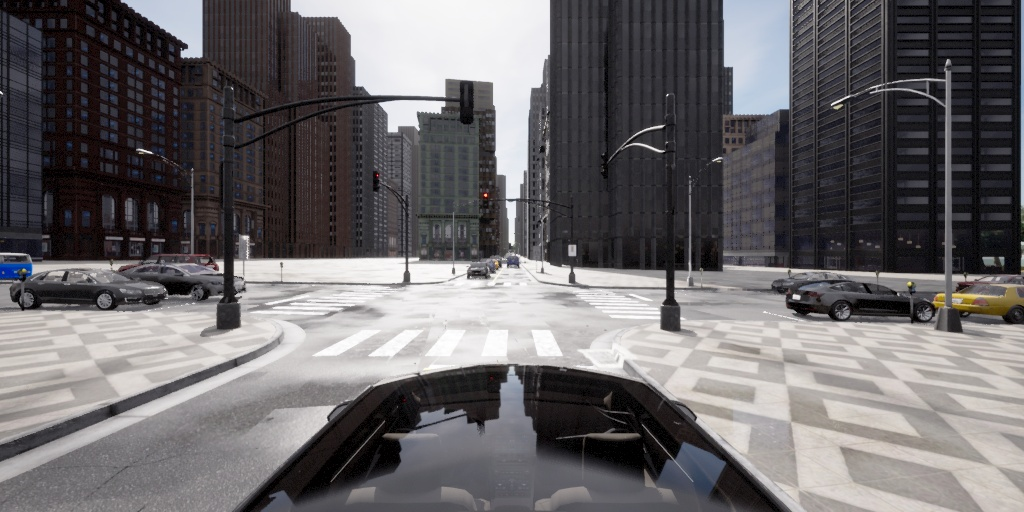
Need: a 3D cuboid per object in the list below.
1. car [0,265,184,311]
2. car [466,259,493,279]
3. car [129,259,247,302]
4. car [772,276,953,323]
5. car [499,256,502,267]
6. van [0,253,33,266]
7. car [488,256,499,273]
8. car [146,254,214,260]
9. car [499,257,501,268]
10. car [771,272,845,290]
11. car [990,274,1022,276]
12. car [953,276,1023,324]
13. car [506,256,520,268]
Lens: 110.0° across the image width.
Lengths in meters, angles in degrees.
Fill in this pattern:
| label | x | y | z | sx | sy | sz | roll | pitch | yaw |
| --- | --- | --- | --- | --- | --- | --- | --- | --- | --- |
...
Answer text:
| label | x | y | z | sx | sy | sz | roll | pitch | yaw |
| --- | --- | --- | --- | --- | --- | --- | --- | --- | --- |
| car | -14.764 | 1.116 | 12.629 | 4.403 | 1.370 | 2.007 | 0 | 0 | 0 |
| car | -3.052 | 1.255 | 33.224 | 1.837 | 1.490 | 4.892 | 0 | 0 | 0 |
| car | -14.135 | 1.064 | 15.373 | 4.902 | 1.511 | 2.128 | 1 | 0 | 1 |
| car | 12.143 | 1.524 | 12.678 | 4.313 | 1.339 | 1.948 | 0 | 0 | 0 |
| car | -2.949 | 0.973 | 63.177 | 2.150 | 2.045 | 5.566 | 0 | 0 | 1 |
| van | -31.116 | 0.680 | 21.183 | 3.998 | 1.789 | 1.690 | 0 | 0 | 0 |
| car | -3.035 | 1.102 | 42.277 | 2.097 | 1.767 | 4.553 | 0 | 0 | 0 |
| car | -20.197 | 0.799 | 21.164 | 5.009 | 1.841 | 2.192 | 0 | 0 | 0 |
| car | -3.013 | 1.228 | 52.476 | 1.882 | 1.535 | 5.008 | 0 | 0 | 0 |
| car | 17.809 | 1.591 | 21.193 | 4.403 | 1.370 | 2.007 | 0 | 0 | 0 |
| car | 29.095 | 1.766 | 21.174 | 4.507 | 1.381 | 1.888 | 0 | 0 | 0 |
| car | 17.956 | 1.571 | 12.668 | 4.829 | 1.417 | 1.751 | 0 | 0 | 0 |
| car | 0.192 | 0.972 | 62.693 | 2.150 | 2.045 | 5.566 | 0 | 0 | 0 |
